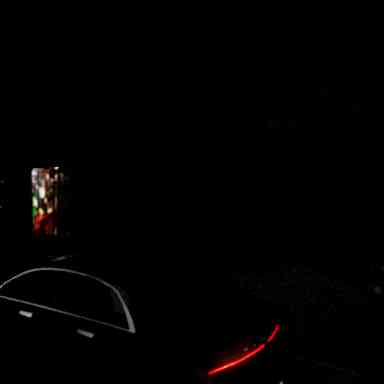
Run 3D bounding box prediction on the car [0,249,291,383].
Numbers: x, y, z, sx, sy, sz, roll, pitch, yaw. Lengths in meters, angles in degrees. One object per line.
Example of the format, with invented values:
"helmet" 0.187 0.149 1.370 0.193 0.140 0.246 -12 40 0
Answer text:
"car" -1.261 1.523 4.280 4.892 1.490 1.837 0 0 35
